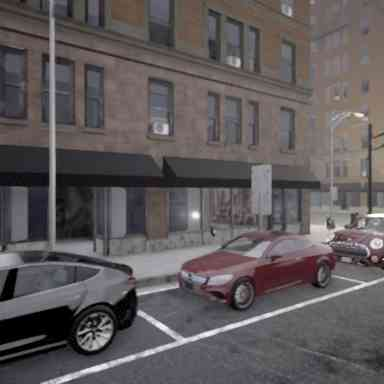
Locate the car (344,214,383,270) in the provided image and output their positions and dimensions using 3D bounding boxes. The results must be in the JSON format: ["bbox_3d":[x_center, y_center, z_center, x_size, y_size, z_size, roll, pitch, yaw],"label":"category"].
[{"bbox_3d":[6.137,1.461,10.892,4.097,1.590,1.967,0,0,-35],"label":"car"}]

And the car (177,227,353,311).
[{"bbox_3d":[1.653,1.592,7.704,4.206,1.307,1.802,0,0,-35],"label":"car"}]

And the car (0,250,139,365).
[{"bbox_3d":[-2.830,1.566,4.515,4.313,1.339,1.947,0,0,-35],"label":"car"}]
